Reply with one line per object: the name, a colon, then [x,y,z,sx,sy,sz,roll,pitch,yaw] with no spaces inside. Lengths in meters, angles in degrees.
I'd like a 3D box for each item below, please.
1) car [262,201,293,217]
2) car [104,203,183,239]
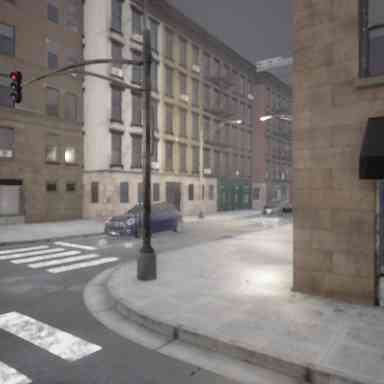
car: [8.692,1.653,33.462,2.128,1.511,4.902,0,0,36]
car: [-2.466,1.413,17.833,2.097,1.767,4.553,0,0,35]
